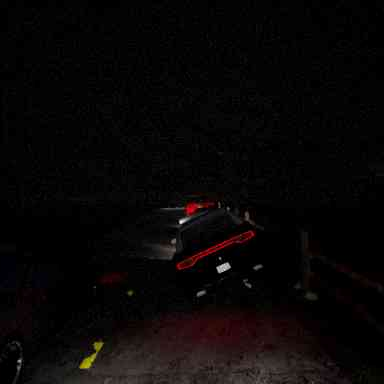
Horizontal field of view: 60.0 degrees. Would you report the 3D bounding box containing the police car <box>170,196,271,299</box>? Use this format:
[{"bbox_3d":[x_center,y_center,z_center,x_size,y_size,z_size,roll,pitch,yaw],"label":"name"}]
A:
[{"bbox_3d":[0.488,1.210,8.672,1.930,1.638,5.238,-25,0,0],"label":"police car"}]

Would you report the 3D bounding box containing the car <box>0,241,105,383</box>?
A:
[{"bbox_3d":[-2.854,1.552,5.250,2.033,1.411,5.357,0,0,0],"label":"car"}]

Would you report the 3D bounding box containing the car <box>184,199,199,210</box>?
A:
[{"bbox_3d":[-0.055,1.731,46.487,2.033,1.411,5.357,0,0,0],"label":"car"}]

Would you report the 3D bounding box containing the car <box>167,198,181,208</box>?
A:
[{"bbox_3d":[-2.828,1.738,52.492,1.837,1.490,4.892,0,0,0],"label":"car"}]

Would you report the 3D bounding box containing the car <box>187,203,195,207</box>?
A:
[{"bbox_3d":[0.799,1.569,18.552,1.812,1.442,4.674,0,0,0],"label":"car"}]

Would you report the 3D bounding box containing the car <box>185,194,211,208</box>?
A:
[{"bbox_3d":[0.687,1.239,24.495,2.150,2.045,5.566,-3,-2,3],"label":"car"}]
